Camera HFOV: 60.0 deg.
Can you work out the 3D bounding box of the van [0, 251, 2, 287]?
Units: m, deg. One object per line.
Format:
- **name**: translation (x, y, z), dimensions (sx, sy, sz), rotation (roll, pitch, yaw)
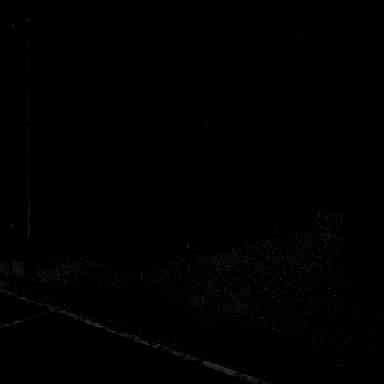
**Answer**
- **van**: translation (-5.778, 1.339, 7.194), dimensions (3.998, 1.788, 1.690), rotation (0, 0, 35)
